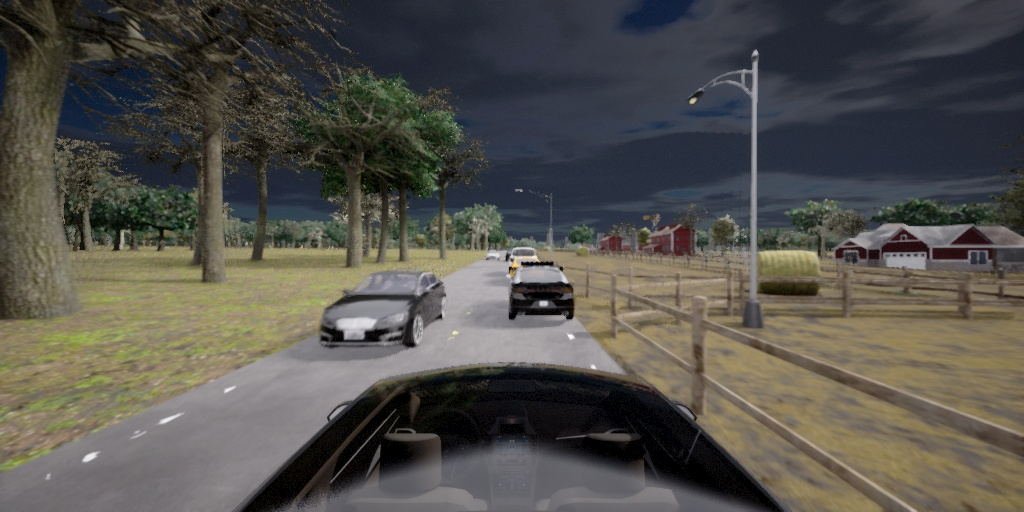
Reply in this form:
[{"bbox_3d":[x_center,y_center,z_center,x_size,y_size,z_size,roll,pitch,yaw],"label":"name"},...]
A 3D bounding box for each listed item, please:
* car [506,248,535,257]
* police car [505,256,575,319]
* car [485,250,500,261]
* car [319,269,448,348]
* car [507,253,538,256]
[{"bbox_3d":[0.826,0.352,27.844,2.150,2.045,5.566,0,2,0],"label":"car"},{"bbox_3d":[0.825,0.977,11.930,1.930,1.638,5.238,0,1,0],"label":"police car"},{"bbox_3d":[-2.804,-0.126,52.819,1.812,1.442,4.674,0,2,1],"label":"car"},{"bbox_3d":[-2.847,1.108,8.927,2.128,1.511,4.902,0,1,0],"label":"car"},{"bbox_3d":[0.826,0.782,21.819,1.882,1.535,5.008,0,2,0],"label":"car"}]
